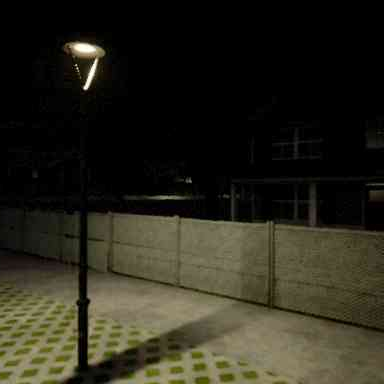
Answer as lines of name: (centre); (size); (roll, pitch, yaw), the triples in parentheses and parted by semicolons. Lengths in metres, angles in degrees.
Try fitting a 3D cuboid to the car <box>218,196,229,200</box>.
car: (5.501, 1.396, 52.902); (1.994, 1.385, 4.181); (0, 0, 36)
